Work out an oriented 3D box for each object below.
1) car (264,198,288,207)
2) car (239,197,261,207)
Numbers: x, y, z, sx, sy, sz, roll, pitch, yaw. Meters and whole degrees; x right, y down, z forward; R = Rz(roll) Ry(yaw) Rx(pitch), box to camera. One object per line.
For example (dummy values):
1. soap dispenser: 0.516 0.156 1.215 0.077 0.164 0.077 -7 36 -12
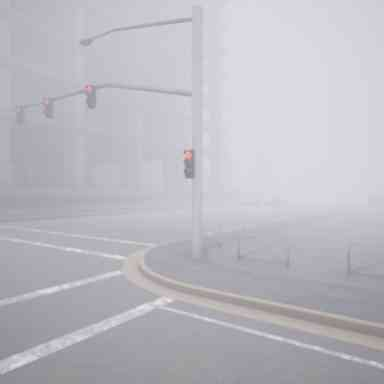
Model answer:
1. car: 12.406 1.513 48.885 1.895 1.301 4.718 0 0 36
2. car: 8.855 1.430 49.952 1.812 1.442 4.674 0 0 36
